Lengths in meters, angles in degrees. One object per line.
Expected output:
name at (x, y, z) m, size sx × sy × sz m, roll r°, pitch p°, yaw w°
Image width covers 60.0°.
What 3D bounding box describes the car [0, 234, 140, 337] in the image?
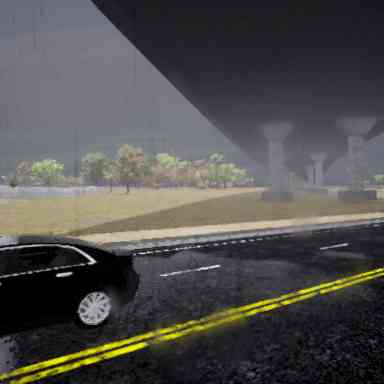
car at (-3.245, 1.511, 5.362) m, size 4.892 × 1.490 × 1.837 m, roll 0°, pitch 0°, yaw -35°
